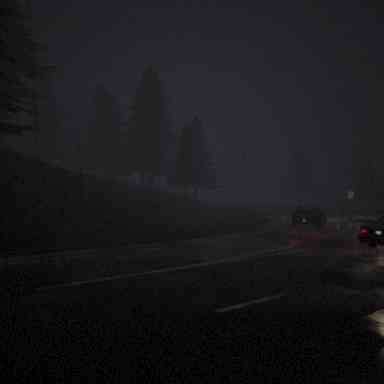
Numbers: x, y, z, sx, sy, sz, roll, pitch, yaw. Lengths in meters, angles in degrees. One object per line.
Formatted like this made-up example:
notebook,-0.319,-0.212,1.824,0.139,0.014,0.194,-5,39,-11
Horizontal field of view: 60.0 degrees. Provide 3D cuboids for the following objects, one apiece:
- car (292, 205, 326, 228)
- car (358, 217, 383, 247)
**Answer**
car,8.558,1.713,24.179,2.128,1.511,4.902,0,0,28
car,9.555,1.720,14.859,5.357,1.411,2.033,1,0,-35
